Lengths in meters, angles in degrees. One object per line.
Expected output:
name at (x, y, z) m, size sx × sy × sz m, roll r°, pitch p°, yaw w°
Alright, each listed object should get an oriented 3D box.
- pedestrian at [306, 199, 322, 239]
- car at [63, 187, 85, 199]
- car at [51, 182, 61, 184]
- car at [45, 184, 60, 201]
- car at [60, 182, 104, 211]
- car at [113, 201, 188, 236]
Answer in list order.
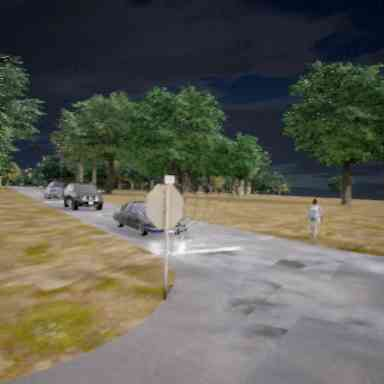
pedestrian at (5.652, 1.241, 15.232) m, size 0.375 × 1.860 × 0.375 m, roll 5°, pitch -3°, yaw -31°
car at (-15.886, 0.095, 44.762) m, size 1.837 × 1.490 × 4.892 m, roll 2°, pitch 0°, yaw -31°
car at (-23.185, -0.684, 56.839) m, size 2.150 × 2.045 × 5.566 m, roll 2°, pitch 1°, yaw -31°
car at (-15.933, 0.183, 38.730) m, size 1.837 × 1.490 × 4.892 m, roll 2°, pitch 1°, yaw -31°
car at (-8.879, 0.371, 27.052) m, size 2.150 × 2.045 × 5.566 m, roll 2°, pitch 1°, yaw -31°
car at (-2.199, 1.143, 15.970) m, size 2.033 × 1.411 × 5.357 m, roll 2°, pitch 1°, yaw -31°
